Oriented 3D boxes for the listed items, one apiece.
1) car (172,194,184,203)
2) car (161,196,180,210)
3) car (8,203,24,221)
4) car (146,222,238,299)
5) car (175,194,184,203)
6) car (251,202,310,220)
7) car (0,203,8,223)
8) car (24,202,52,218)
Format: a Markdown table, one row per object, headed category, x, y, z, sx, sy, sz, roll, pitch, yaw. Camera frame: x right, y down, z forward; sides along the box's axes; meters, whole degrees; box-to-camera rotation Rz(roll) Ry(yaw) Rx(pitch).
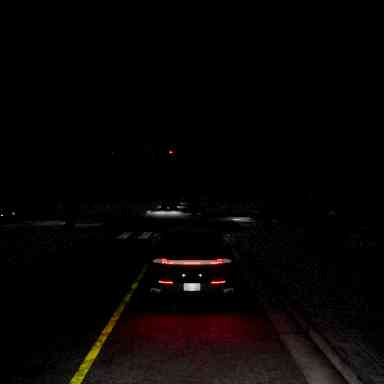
| category | x | y | z | sx | sy | sz | roll | pitch | yaw |
| --- | --- | --- | --- | --- | --- | --- | --- | --- | --- |
| car | -2.763 | 1.294 | 67.211 | 2.097 | 1.767 | 4.553 | 0 | 0 | 0 |
| car | -2.841 | 1.576 | 41.706 | 1.895 | 1.301 | 4.718 | 0 | 0 | 0 |
| car | -15.681 | 1.209 | 24.096 | 5.566 | 2.045 | 2.150 | 0 | 0 | 0 |
| car | 0.002 | 1.492 | 8.404 | 2.128 | 1.511 | 4.902 | 0 | 0 | 0 |
| car | -2.836 | 1.507 | 52.776 | 2.033 | 1.411 | 5.357 | 0 | 0 | 0 |
| car | 7.210 | 1.527 | 27.197 | 4.674 | 1.442 | 1.812 | 0 | 0 | 3 |
| car | -14.766 | 1.540 | 21.554 | 4.313 | 1.339 | 1.947 | 0 | 0 | 0 |
| car | -14.760 | 1.580 | 29.581 | 4.313 | 1.339 | 1.947 | 0 | 0 | 0 |
